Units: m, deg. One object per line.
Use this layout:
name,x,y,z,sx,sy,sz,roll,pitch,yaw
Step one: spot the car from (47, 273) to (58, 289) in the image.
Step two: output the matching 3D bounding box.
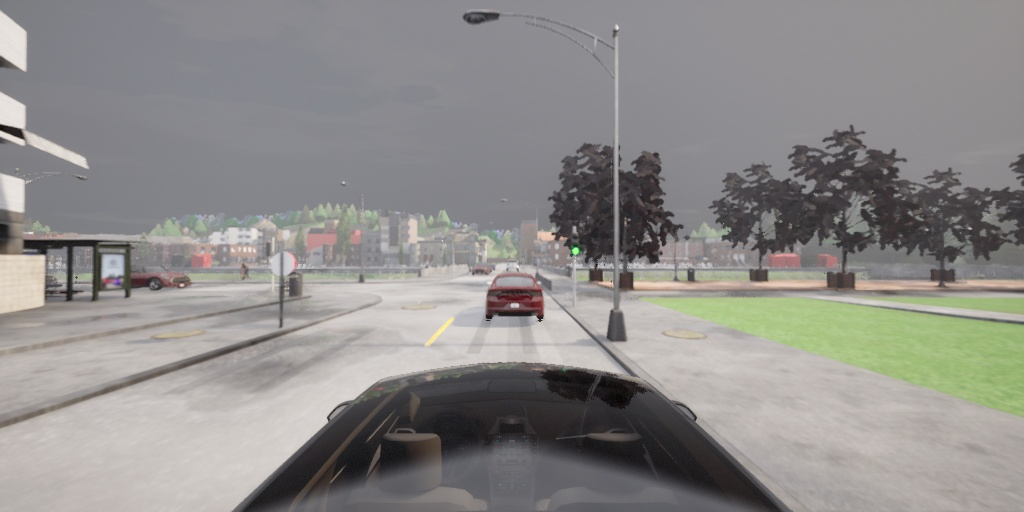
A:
car,-33.314,1.348,23.780,4.553,1.767,2.097,0,-1,0

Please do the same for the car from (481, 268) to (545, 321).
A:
car,0.086,1.355,13.151,1.882,1.535,5.008,0,-1,0

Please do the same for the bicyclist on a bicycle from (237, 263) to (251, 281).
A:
bicyclist on a bicycle,-24.019,1.439,32.165,0.582,1.620,1.656,0,0,0

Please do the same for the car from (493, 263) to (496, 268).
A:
car,-4.069,1.851,56.412,2.128,1.511,4.902,0,-1,0

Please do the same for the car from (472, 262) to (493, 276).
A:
car,-4.085,1.609,47.170,2.097,1.767,4.553,0,-1,0

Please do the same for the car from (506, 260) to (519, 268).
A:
car,0.114,1.669,64.380,2.150,2.045,5.566,0,-1,0

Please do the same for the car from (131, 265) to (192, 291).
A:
car,-24.089,1.348,23.768,4.553,1.767,2.097,0,-1,0
